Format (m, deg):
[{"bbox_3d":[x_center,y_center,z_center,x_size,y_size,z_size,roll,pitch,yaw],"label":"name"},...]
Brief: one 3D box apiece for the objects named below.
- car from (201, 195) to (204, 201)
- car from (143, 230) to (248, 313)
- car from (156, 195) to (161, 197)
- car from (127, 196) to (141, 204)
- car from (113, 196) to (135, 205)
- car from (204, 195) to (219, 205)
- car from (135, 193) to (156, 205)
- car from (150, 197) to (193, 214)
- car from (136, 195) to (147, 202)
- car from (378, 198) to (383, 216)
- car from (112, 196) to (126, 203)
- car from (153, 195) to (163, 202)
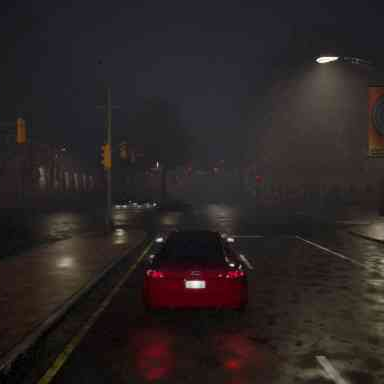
[{"bbox_3d":[3.458,1.524,85.989,1.812,1.442,4.674,0,0,0],"label":"car"},{"bbox_3d":[0.071,1.564,7.746,1.994,1.385,4.181,0,0,0],"label":"car"},{"bbox_3d":[-8.038,1.601,68.409,1.895,1.301,4.718,0,0,0],"label":"car"},{"bbox_3d":[-11.559,1.564,66.189,1.994,1.385,4.181,0,0,0],"label":"car"},{"bbox_3d":[-11.610,1.564,56.895,1.994,1.385,4.181,0,0,0],"label":"car"},{"bbox_3d":[3.569,1.526,58.769,1.812,1.442,4.674,0,0,0],"label":"car"},{"bbox_3d":[-8.109,1.221,58.610,2.150,2.045,5.566,0,0,0],"label":"car"},{"bbox_3d":[-1.952,1.563,35.791,4.181,1.385,1.994,0,0,-38],"label":"car"},{"bbox_3d":[-11.538,1.478,76.608,1.882,1.535,5.008,0,0,0],"label":"car"},{"bbox_3d":[18.142,1.477,27.515,5.008,1.535,1.882,0,0,0],"label":"car"},{"bbox_3d":[-14.783,1.595,67.851,1.895,1.301,4.718,0,0,0],"label":"car"},{"bbox_3d":[-8.039,1.500,78.613,1.837,1.490,4.892,0,0,0],"label":"car"}]
